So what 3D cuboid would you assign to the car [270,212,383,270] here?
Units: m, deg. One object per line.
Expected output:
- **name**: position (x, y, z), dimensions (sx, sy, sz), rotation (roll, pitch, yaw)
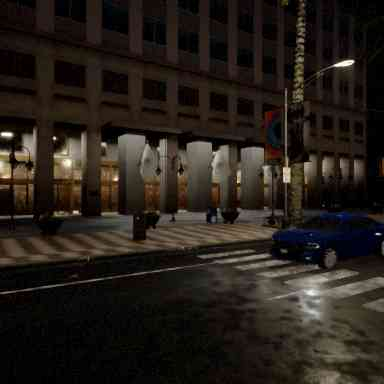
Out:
- **car**: position (4.828, 1.477, 11.234), dimensions (5.008, 1.535, 1.882), rotation (0, 0, -33)
